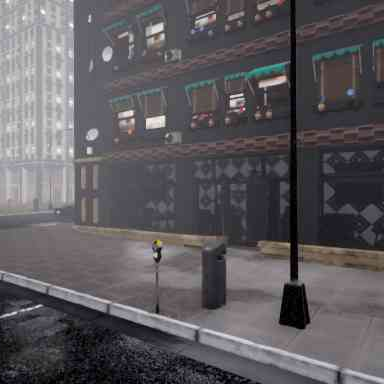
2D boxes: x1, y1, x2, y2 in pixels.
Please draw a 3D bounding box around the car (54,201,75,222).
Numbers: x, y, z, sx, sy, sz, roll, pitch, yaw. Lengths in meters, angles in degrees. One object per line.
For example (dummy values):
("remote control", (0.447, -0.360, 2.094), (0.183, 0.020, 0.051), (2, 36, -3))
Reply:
("car", (-7.286, 1.279, 22.789), (1.947, 1.339, 4.313), (1, 1, 35))
